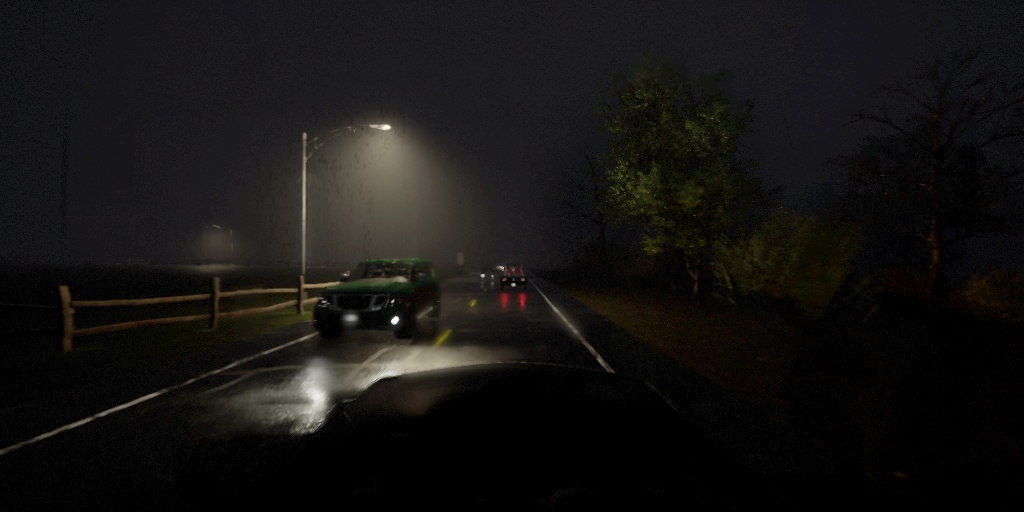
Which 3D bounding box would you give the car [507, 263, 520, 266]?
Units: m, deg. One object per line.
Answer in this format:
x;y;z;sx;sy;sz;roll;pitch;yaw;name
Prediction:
0.112;1.549;41.353;2.097;1.767;4.553;0;-1;-1;car

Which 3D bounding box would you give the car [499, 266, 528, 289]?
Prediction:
0.103;1.622;25.683;1.895;1.301;4.718;0;-1;0;car

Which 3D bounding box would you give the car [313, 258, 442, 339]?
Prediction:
-3.598;1.074;10.795;2.150;2.045;5.566;0;-1;0;car

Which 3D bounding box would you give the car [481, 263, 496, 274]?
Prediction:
-3.510;1.849;54.130;1.837;1.490;4.892;0;-1;1;car
